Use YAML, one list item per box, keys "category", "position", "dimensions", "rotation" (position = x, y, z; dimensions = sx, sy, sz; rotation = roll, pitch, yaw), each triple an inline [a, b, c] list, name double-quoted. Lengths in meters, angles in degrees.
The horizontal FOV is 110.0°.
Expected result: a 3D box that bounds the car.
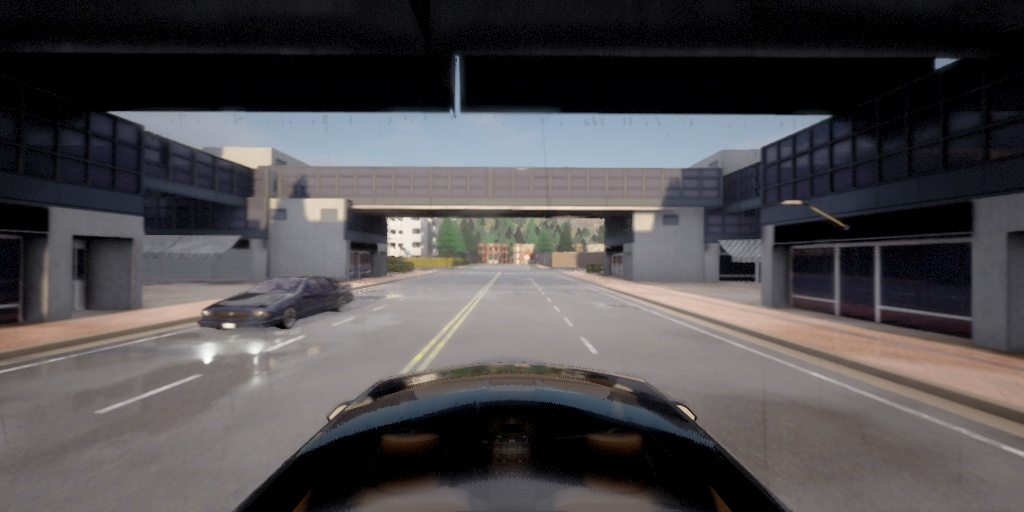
- category: "car"
  position: [-6.985, 1.347, 11.516]
  dimensions: [2.033, 1.411, 5.357]
  rotation: [0, 0, 0]
